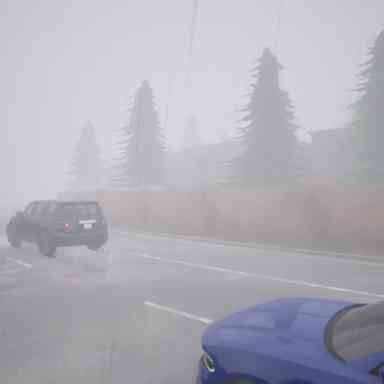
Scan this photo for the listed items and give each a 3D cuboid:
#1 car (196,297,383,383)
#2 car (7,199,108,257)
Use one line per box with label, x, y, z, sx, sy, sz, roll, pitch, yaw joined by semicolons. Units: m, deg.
car;2.344;1.492;2.444;5.008;1.535;1.882;0;0;35
car;-5.619;1.312;13.613;5.566;2.045;2.150;0;0;44
